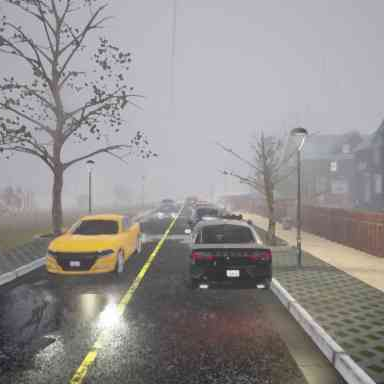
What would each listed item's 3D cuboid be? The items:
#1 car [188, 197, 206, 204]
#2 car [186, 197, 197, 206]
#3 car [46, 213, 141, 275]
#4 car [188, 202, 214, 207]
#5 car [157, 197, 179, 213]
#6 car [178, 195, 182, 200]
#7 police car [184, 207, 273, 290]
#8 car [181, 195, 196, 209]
[{"bbox_3d":[0.810,1.459,25.320,1.801,1.575,5.366,0,0,0],"label":"car"},{"bbox_3d":[-0.034,1.552,56.959,1.812,1.442,4.674,0,0,0],"label":"car"},{"bbox_3d":[-2.858,1.477,10.616,1.882,1.535,5.008,0,0,0],"label":"car"},{"bbox_3d":[0.814,1.528,19.130,1.812,1.442,4.674,0,0,0],"label":"car"},{"bbox_3d":[-2.772,1.536,37.904,1.812,1.442,4.674,0,0,0],"label":"car"},{"bbox_3d":[-2.804,1.567,90.310,2.128,1.511,4.902,0,0,0],"label":"car"},{"bbox_3d":[0.820,1.425,9.240,1.930,1.638,5.238,0,0,0],"label":"police car"},{"bbox_3d":[-0.008,1.368,45.868,2.097,1.767,4.553,0,0,0],"label":"car"}]
